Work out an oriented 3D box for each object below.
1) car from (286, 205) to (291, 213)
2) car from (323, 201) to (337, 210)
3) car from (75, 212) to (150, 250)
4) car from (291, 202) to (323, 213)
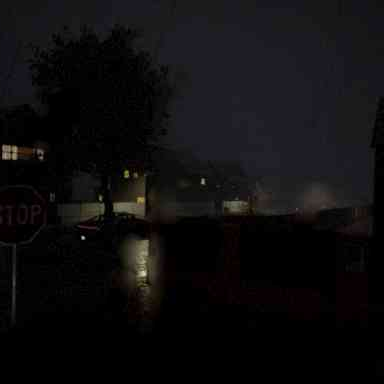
[{"bbox_3d":[14.635,2.247,46.182,1.994,1.385,4.181,2,0,35],"label":"car"},{"bbox_3d":[19.725,2.187,48.712,2.097,1.767,4.553,2,0,35],"label":"car"},{"bbox_3d":[-3.079,1.699,15.639,2.128,1.511,4.902,2,0,35],"label":"car"},{"bbox_3d":[14.000,2.192,40.330,1.812,1.442,4.674,2,0,36],"label":"car"}]
